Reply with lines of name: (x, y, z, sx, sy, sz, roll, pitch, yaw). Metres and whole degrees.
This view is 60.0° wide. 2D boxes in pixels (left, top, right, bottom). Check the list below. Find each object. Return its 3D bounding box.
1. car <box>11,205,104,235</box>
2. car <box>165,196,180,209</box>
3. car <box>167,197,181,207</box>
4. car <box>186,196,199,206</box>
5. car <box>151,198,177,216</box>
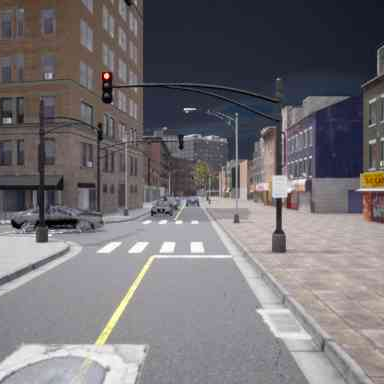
car: (-7.520, 1.523, 18.876, 4.902, 1.511, 2.128, 0, 0, -8)
car: (-2.824, 1.360, 42.087, 2.097, 1.767, 4.553, 0, 0, 0)
car: (-2.815, 1.559, 52.883, 2.033, 1.411, 5.357, 0, 0, 0)
car: (0.130, 1.366, 54.800, 2.097, 1.767, 4.553, 0, 0, 0)
car: (-2.832, 1.568, 32.315, 1.994, 1.385, 4.181, 0, 0, 0)
